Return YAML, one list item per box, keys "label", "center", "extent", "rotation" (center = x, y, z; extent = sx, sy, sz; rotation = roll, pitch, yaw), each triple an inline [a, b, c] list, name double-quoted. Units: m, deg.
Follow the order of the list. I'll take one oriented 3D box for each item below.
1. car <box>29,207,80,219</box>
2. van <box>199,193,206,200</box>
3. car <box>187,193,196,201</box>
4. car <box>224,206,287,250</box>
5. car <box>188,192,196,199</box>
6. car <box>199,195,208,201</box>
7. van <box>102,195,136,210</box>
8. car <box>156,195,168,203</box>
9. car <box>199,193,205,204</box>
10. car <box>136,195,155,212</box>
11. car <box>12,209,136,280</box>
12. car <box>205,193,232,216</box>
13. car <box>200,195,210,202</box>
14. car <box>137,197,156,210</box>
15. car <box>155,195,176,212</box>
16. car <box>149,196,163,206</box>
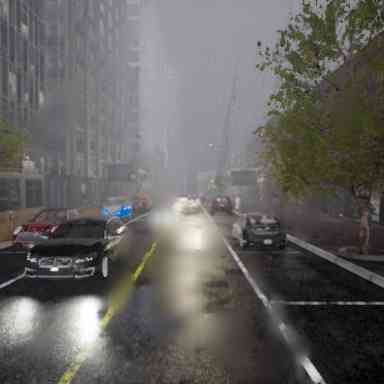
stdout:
- label: "car"
  center: [-5.724, 1.410, 13.957]
  extent: [1.967, 1.590, 4.097]
  rotation: [-1, 0, 0]
- label: "van"
  center: [2.618, 1.141, 86.629]
  extent: [1.690, 1.788, 3.998]
  rotation: [-1, 0, 0]
- label: "car"
  center: [-0.052, 1.344, 77.129]
  extent: [1.812, 1.442, 4.674]
  rotation: [0, 0, 0]
- label: "car"
  center: [2.682, 1.519, 13.946]
  extent: [2.008, 1.369, 4.403]
  rotation: [-1, 0, 0]
- label: "car"
  center: [-0.058, 0.984, 87.063]
  extent: [2.097, 1.767, 4.553]
  rotation: [0, 0, 0]
- label: "car"
  center: [2.629, 1.408, 75.561]
  extent: [1.802, 1.307, 4.206]
  rotation: [-1, 0, 0]
- label: "van"
  center: [-5.722, 1.284, 25.754]
  extent: [1.690, 1.788, 3.998]
  rotation: [-1, 0, 0]
- label: "car"
  center: [-5.745, 1.379, 64.328]
  extent: [1.752, 1.417, 4.829]
  rotation: [-1, 0, 0]
- label: "car"
  center: [2.636, 1.179, 58.957]
  extent: [2.192, 1.841, 5.009]
  rotation: [-1, 0, 0]
- label: "car"
  center: [-5.729, 1.233, 36.823]
  extent: [2.192, 1.841, 5.009]
  rotation: [-1, 0, 0]
- label: "car"
  center: [-3.093, 1.484, 9.913]
  extent: [1.837, 1.490, 4.892]
  rotation: [0, 0, 0]
- label: "car"
  center: [2.654, 1.243, 31.284]
  extent: [2.192, 1.841, 5.009]
  rotation: [-1, 0, 0]
- label: "car"
  center: [2.632, 1.404, 70.026]
  extent: [1.947, 1.339, 4.313]
  rotation: [-1, 0, 0]
- label: "car"
  center: [-5.730, 1.431, 42.189]
  extent: [1.752, 1.417, 4.829]
  rotation: [-1, 0, 0]
- label: "car"
  center: [-3.025, 1.430, 37.687]
  extent: [2.128, 1.511, 4.902]
  rotation: [0, 0, 0]
- label: "car"
  center: [-5.737, 1.424, 53.428]
  extent: [1.887, 1.381, 4.507]
  rotation: [-1, 0, 0]
